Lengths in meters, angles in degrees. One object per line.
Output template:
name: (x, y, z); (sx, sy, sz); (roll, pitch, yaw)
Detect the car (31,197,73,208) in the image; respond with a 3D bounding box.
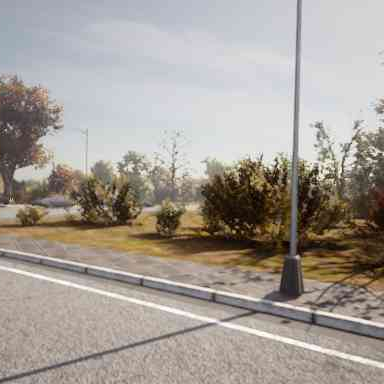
car: (-16.739, 1.305, 40.105); (2.033, 1.411, 5.357); (2, -2, 20)

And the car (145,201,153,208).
car: (-9.021, 2.341, 61.286); (1.895, 1.301, 4.718); (2, -2, 20)

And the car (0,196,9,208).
car: (-22.116, 0.936, 35.498); (1.882, 1.535, 5.008); (2, -1, 20)
